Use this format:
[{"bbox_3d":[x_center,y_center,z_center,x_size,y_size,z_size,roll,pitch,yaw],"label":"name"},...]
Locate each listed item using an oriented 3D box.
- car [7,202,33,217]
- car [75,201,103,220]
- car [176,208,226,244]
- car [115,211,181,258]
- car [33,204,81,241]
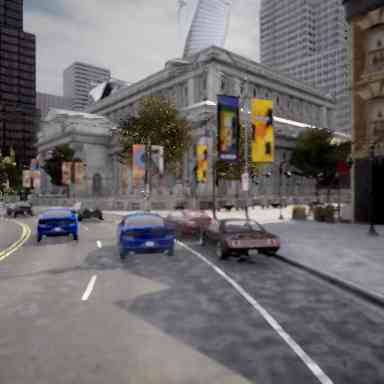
[{"bbox_3d":[-18.084,1.814,34.926,1.837,1.490,4.892,0,0,-39],"label":"car"},{"bbox_3d":[-9.569,1.576,29.553,2.097,1.767,4.553,0,0,-34],"label":"car"},{"bbox_3d":[-0.227,1.621,18.303,2.002,1.452,4.674,0,0,-21],"label":"car"},{"bbox_3d":[-1.993,1.563,13.291,1.882,1.535,5.008,0,0,-14],"label":"car"},{"bbox_3d":[-7.205,1.623,17.954,1.882,1.535,5.008,0,0,-21],"label":"car"}]
